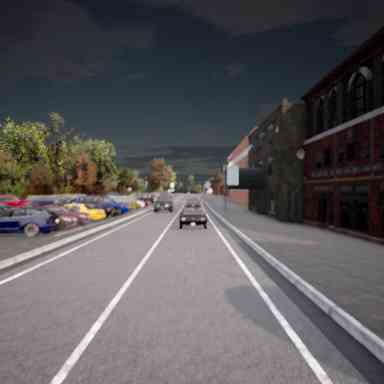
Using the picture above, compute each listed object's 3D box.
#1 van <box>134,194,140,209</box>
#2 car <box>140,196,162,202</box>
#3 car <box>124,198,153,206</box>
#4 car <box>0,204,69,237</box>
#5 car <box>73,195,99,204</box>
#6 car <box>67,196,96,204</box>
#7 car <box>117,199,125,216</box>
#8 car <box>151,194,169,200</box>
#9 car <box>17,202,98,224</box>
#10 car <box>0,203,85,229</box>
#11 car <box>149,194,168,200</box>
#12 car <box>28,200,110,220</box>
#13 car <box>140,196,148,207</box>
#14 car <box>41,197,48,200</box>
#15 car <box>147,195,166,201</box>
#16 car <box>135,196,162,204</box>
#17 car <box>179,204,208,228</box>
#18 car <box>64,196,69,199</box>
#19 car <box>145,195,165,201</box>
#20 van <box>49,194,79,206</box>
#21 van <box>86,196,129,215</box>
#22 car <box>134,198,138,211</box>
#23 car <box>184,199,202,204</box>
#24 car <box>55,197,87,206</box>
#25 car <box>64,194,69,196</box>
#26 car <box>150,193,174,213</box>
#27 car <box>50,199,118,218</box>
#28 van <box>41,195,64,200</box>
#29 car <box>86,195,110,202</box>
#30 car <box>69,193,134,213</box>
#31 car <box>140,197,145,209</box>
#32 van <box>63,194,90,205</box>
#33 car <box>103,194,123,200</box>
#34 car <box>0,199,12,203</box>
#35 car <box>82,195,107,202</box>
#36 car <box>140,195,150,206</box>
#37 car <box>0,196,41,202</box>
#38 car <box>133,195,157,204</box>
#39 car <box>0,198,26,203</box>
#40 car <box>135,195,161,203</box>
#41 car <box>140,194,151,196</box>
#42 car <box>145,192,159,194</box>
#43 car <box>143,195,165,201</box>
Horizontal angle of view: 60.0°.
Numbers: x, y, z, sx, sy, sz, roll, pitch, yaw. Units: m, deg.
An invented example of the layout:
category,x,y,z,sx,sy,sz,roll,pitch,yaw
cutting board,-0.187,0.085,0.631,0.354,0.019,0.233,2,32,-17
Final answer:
category,x,y,z,sx,sy,sz,roll,pitch,yaw
van,-9.413,1.531,42.930,4.442,1.987,1.878,0,0,0
car,-9.140,1.554,74.151,4.674,1.452,2.002,0,1,0
car,-9.229,1.704,57.198,4.674,1.452,2.002,0,1,0
car,-9.451,1.568,17.617,4.792,1.488,2.163,0,-1,0
car,-21.770,1.439,68.368,4.553,1.767,2.185,0,1,0
car,-21.758,1.589,65.546,5.008,1.535,2.097,0,1,0
car,-9.357,1.662,31.746,5.008,1.535,2.097,0,0,0
car,-9.042,1.374,93.932,4.674,1.452,2.002,0,1,0
car,-9.397,1.628,23.269,4.674,1.452,2.002,0,-1,0
car,-9.410,1.603,20.443,4.674,1.452,2.002,0,-1,0
car,-9.053,1.362,91.104,5.008,1.535,2.097,0,1,0
car,-9.565,1.610,26.096,5.366,1.575,1.946,0,-1,0
car,-9.265,1.779,48.721,4.674,1.452,2.002,0,1,0
car,-21.867,1.756,42.948,5.008,1.535,2.097,0,-1,0
car,-9.084,1.455,85.454,4.674,1.452,2.002,0,1,0
car,-8.985,1.561,68.499,5.366,1.575,1.946,0,0,0
car,0.079,1.775,23.504,1.895,1.301,4.718,0,0,0
car,-21.857,1.743,51.555,4.792,1.488,2.163,0,1,0
car,-9.103,1.480,82.628,4.674,1.452,2.002,0,1,0
van,-21.914,1.437,57.198,4.442,1.987,1.878,0,1,0
van,-9.441,1.486,37.399,4.442,1.987,1.878,0,-1,0
car,-9.313,1.777,40.222,4.674,1.452,2.002,0,0,0
car,0.120,1.595,41.680,2.097,1.767,4.553,0,0,0
car,-21.788,1.639,60.024,4.892,1.521,2.231,0,1,0
car,-21.780,1.564,54.251,4.553,1.767,2.185,0,0,0
car,-3.328,1.462,40.257,2.150,2.045,5.566,0,0,0
car,-9.361,1.637,28.921,5.008,1.535,2.097,0,-1,0
van,-21.722,1.512,48.726,4.442,1.987,1.878,0,1,0
car,-21.726,1.518,76.964,4.792,1.488,2.163,0,1,0
car,-9.310,1.436,34.574,5.566,2.045,2.435,0,0,0
car,-9.285,1.799,45.887,4.674,1.452,2.002,0,1,0
van,-21.882,1.387,62.848,4.442,1.987,1.878,0,0,0
car,-21.638,1.363,91.082,4.892,1.521,2.231,0,1,0
car,-21.886,1.714,34.465,4.792,1.488,2.163,0,-1,0
car,-21.716,1.515,74.016,5.008,1.535,2.097,0,1,0
car,-9.249,1.713,51.546,5.008,1.535,2.097,0,1,0
car,-21.859,1.483,40.115,5.566,2.045,2.435,0,-1,0
car,-9.216,1.463,65.673,4.553,1.767,2.185,0,1,0
car,-21.872,1.739,37.289,4.792,1.488,2.163,0,-1,0
car,-9.342,1.536,71.327,5.366,1.575,1.946,0,1,0
car,-9.272,1.563,54.371,4.553,1.767,2.185,0,1,0
car,-9.241,1.388,60.021,5.566,2.045,2.435,0,1,0
car,-9.085,1.494,79.802,4.792,1.488,2.163,0,0,0
